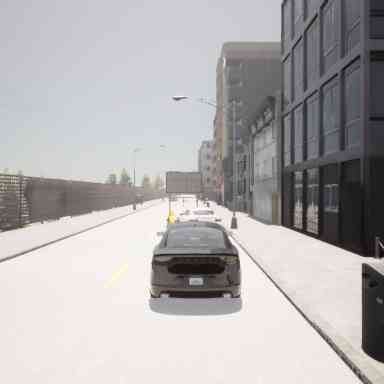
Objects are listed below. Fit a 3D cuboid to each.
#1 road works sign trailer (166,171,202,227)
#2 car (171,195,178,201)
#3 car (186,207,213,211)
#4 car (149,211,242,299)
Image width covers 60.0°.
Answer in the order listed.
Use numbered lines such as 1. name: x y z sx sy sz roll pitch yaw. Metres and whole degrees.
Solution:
1. road works sign trailer: -0.570 0.464 21.381 2.380 3.560 2.880 0 0 -17
2. car: -4.245 1.525 78.285 1.812 1.442 4.674 0 0 0
3. car: 0.377 1.540 17.893 1.812 1.442 4.674 0 -1 -8
4. car: 0.072 1.478 8.540 1.882 1.535 5.008 0 0 0
